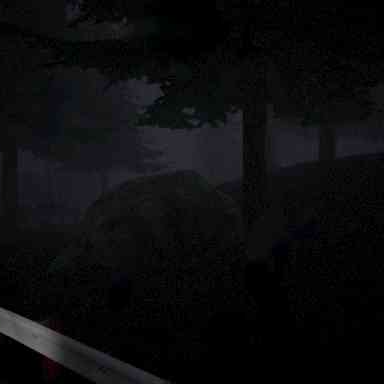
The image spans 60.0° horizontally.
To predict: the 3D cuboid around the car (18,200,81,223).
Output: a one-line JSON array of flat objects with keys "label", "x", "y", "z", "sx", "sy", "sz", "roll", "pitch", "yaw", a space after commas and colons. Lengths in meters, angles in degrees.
[{"label": "car", "x": -10.578, "y": 1.504, "z": 25.043, "sx": 1.812, "sy": 1.442, "sz": 4.674, "roll": 0, "pitch": 0, "yaw": 36}]
